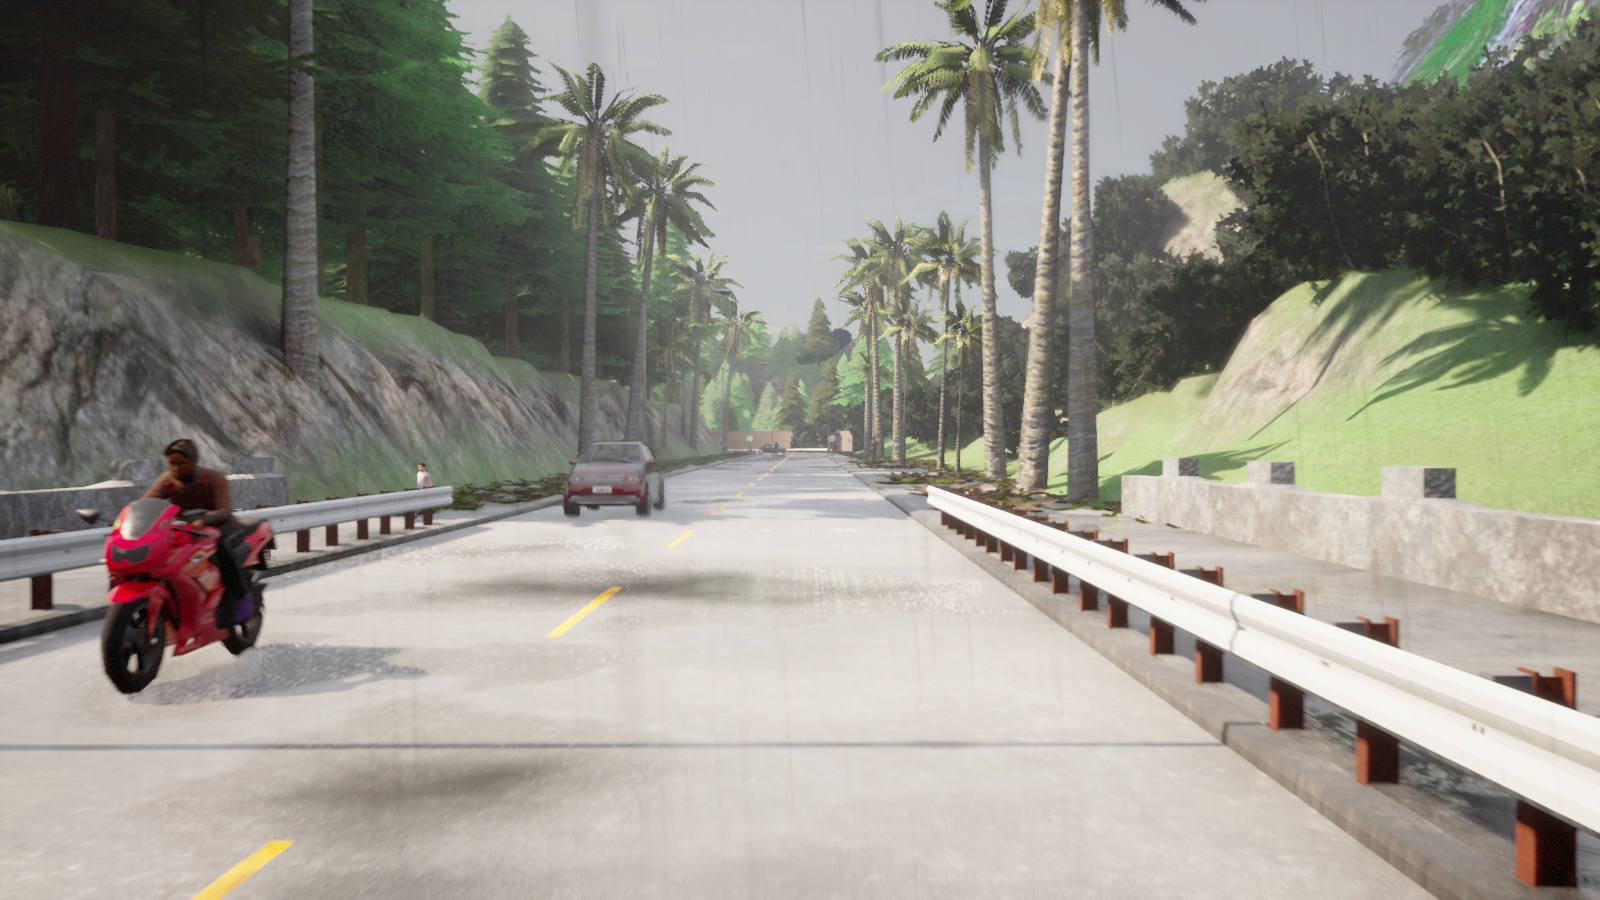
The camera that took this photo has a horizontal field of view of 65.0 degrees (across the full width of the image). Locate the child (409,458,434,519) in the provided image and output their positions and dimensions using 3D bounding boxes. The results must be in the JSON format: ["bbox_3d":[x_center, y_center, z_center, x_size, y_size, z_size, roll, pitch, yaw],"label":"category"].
[{"bbox_3d":[-6.959,0.698,23.087,0.255,1.110,0.394,0,0,19],"label":"child"}]

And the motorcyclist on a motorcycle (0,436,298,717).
[{"bbox_3d":[-3.939,0.681,7.815,0.797,1.523,2.044,0,0,0],"label":"motorcyclist on a motorcycle"}]

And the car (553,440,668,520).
[{"bbox_3d":[-3.831,0.578,25.976,1.789,1.549,3.705,0,0,0],"label":"car"}]
